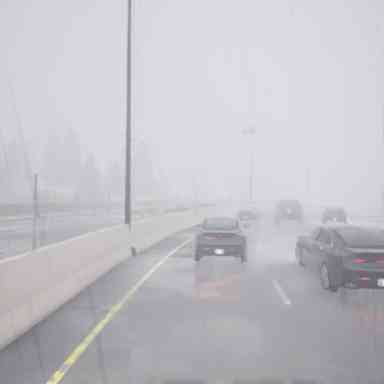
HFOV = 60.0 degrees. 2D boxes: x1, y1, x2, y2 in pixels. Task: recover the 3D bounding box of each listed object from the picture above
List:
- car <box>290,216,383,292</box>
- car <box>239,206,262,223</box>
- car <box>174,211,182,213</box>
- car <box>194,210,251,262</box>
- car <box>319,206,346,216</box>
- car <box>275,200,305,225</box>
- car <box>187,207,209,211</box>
[{"bbox_3d":[4.229,1.657,9.277,1.837,1.490,4.892,0,-1,6],"label":"car"},{"bbox_3d":[5.124,1.957,29.629,1.812,1.442,4.674,0,-1,18],"label":"car"},{"bbox_3d":[-1.847,2.073,41.264,1.812,1.442,4.674,0,-1,24],"label":"car"},{"bbox_3d":[1.187,1.689,13.033,1.837,1.490,4.892,0,-1,7],"label":"car"},{"bbox_3d":[12.319,1.972,29.079,1.837,1.490,4.892,0,-1,19],"label":"car"},{"bbox_3d":[8.261,1.651,28.106,2.150,2.045,5.566,0,-1,18],"label":"car"},{"bbox_3d":[1.383,2.053,39.901,1.837,1.490,4.892,0,-1,23],"label":"car"}]
